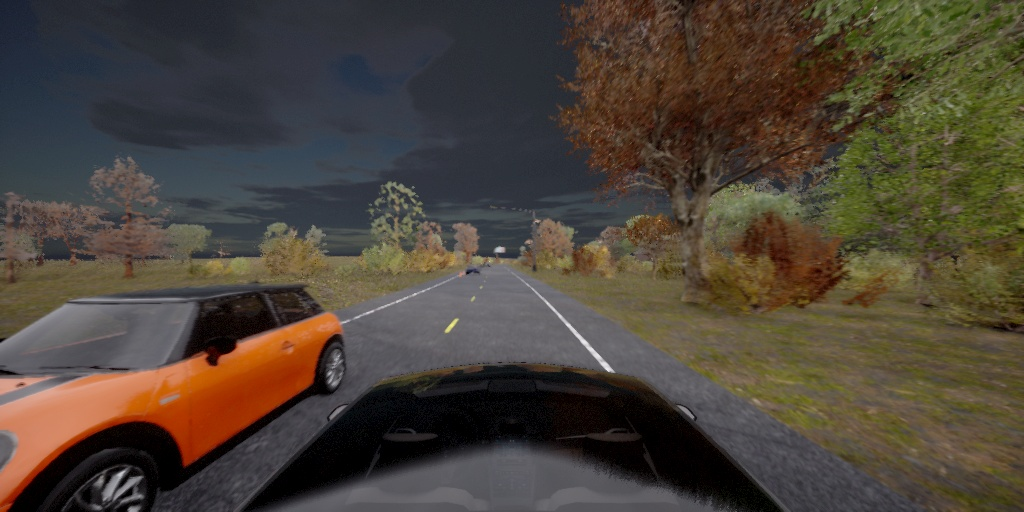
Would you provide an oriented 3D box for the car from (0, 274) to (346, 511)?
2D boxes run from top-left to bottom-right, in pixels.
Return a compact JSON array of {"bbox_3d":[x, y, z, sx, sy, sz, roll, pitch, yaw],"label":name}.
[{"bbox_3d":[-3.622,1.128,3.679,2.097,1.767,4.553,0,-1,0],"label":"car"}]

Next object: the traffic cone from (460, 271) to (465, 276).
[{"bbox_3d":[-6.096,2.111,42.463,0.340,0.580,0.340,0,0,-3],"label":"traffic cone"}]

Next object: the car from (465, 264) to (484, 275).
[{"bbox_3d":[-4.926,1.788,45.854,1.895,1.301,4.718,0,-1,-2],"label":"car"}]
